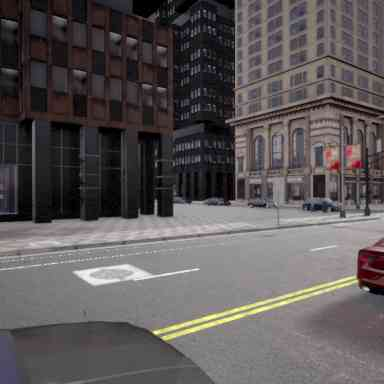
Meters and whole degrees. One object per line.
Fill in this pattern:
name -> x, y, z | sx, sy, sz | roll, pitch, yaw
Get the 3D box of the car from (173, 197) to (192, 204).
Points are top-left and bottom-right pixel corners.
car -> -2.118, 1.608, 62.157 | 2.033, 1.411, 5.357 | 0, 0, -35

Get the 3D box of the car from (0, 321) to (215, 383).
car -> -2.306, 1.547, 1.799 | 5.357, 1.411, 2.033 | 0, 0, -35

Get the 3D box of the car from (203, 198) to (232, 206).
car -> 3.995, 1.594, 53.451 | 2.033, 1.411, 5.357 | 0, 0, -35

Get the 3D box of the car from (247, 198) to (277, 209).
car -> 9.688, 1.526, 45.386 | 2.128, 1.511, 4.902 | 0, 0, -35

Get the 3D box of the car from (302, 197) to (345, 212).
car -> 14.966, 1.376, 37.922 | 2.097, 1.767, 4.553 | 0, 0, -35

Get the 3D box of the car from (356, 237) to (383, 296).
car -> 5.708, 1.477, 7.516 | 5.008, 1.535, 1.882 | 0, 0, -36
